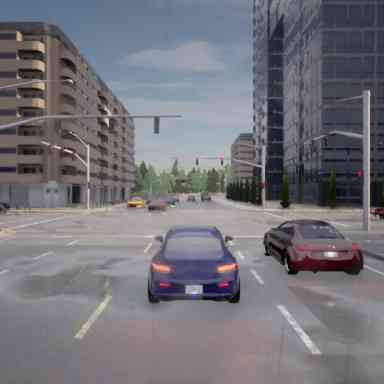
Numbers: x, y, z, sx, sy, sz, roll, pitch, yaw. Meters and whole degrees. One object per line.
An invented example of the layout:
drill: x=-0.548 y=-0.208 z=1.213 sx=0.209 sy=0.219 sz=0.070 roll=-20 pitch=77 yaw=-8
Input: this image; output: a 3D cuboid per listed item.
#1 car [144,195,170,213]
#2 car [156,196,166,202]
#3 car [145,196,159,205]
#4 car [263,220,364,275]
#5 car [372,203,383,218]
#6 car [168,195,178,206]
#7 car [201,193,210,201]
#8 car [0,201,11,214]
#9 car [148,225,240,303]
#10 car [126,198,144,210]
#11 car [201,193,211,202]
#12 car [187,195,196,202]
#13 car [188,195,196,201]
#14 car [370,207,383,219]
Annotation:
car: x=-3.896 y=1.497 z=38.004 sx=1.882 sy=1.535 sz=5.008 roll=0 pitch=0 yaw=-1
car: x=-7.152 y=1.537 z=77.477 sx=1.994 sy=1.385 sz=4.181 roll=0 pitch=0 yaw=1
car: x=-7.385 y=1.506 z=61.757 sx=1.837 sy=1.490 sz=4.892 roll=0 pitch=0 yaw=1
car: x=3.556 y=1.564 z=10.496 sx=1.994 sy=1.385 sz=4.181 roll=0 pitch=0 yaw=0
car: x=19.459 y=1.656 z=30.678 sx=4.718 sy=1.301 sz=1.895 roll=0 pitch=0 yaw=0
car: x=-3.965 y=1.351 z=55.803 sx=2.097 sy=1.767 sz=4.553 roll=0 pitch=0 yaw=1
car: x=3.459 y=1.225 z=87.802 sx=2.150 sy=2.045 sz=5.566 roll=0 pitch=0 yaw=1
car: x=-21.219 y=1.547 z=34.144 sx=4.902 sy=1.511 sz=2.128 roll=0 pitch=0 yaw=1
car: x=0.047 y=1.526 z=8.073 sx=1.812 sy=1.442 sz=4.674 roll=0 pitch=0 yaw=0
car: x=-7.464 y=1.478 z=44.230 sx=1.882 sy=1.535 sz=5.008 roll=0 pitch=0 yaw=0
car: x=3.350 y=1.355 z=77.639 sx=2.097 sy=1.767 sz=4.553 roll=0 pitch=0 yaw=1
car: x=-0.151 y=1.540 z=77.431 sx=2.033 sy=1.411 sz=5.357 roll=0 pitch=0 yaw=1
car: x=-0.041 y=1.525 z=87.775 sx=2.128 sy=1.511 sz=4.902 roll=0 pitch=0 yaw=1
car: x=17.251 y=1.656 z=26.929 sx=4.718 sy=1.301 sz=1.895 roll=0 pitch=0 yaw=-1
